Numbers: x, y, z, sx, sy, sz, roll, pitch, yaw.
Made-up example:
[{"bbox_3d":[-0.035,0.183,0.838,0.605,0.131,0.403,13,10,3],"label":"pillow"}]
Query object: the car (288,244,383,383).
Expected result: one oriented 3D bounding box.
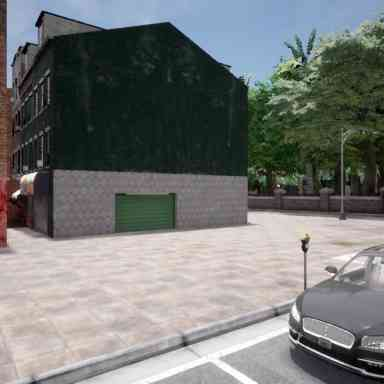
[{"bbox_3d":[3.344,1.551,5.196,4.403,1.369,2.008,0,0,-35],"label":"car"}]
